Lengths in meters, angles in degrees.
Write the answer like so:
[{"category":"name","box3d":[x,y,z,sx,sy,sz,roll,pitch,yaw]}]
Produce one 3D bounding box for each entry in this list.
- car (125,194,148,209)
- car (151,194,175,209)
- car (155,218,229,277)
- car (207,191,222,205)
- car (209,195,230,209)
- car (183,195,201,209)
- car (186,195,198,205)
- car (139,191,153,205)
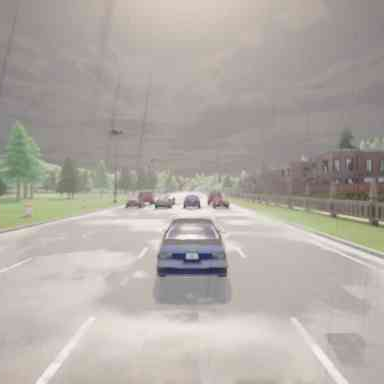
[{"category":"car","box3d":[-6.999,1.270,41.069,1.812,1.442,4.674,0,0,0]},{"category":"car","box3d":[-3.499,1.308,41.069,1.994,1.385,4.181,0,0,0]},{"category":"car","box3d":[0.000,1.484,10.040,2.033,1.411,5.357,0,0,0]},{"category":"car","box3d":[3.501,0.904,51.100,2.150,2.045,5.566,0,0,0]},{"category":"car","box3d":[3.501,1.345,41.099,1.895,1.301,4.718,0,0,0]},{"category":"car","box3d":[0.001,1.097,41.038,2.097,1.767,4.553,0,0,0]},{"category":"car","box3d":[0.001,1.187,51.072,1.837,1.490,4.892,0,0,0]},{"category":"car","box3d":[-6.999,0.904,51.100,2.150,2.045,5.566,0,0,0]}]
